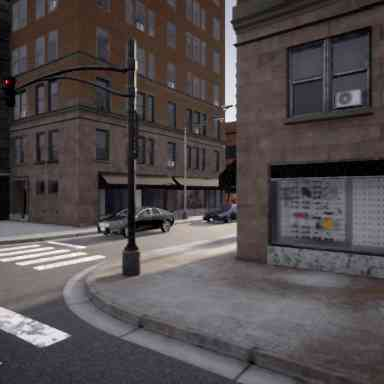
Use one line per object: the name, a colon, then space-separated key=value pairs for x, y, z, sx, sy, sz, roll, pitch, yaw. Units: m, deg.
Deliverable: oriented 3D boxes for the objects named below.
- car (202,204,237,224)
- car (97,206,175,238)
car: x=2.969 y=1.667 z=26.705 sx=2.033 sy=1.411 sz=5.357 roll=0 pitch=0 yaw=35
car: x=-2.963 y=1.570 z=18.405 sx=2.128 sy=1.511 sz=4.902 roll=0 pitch=0 yaw=36
